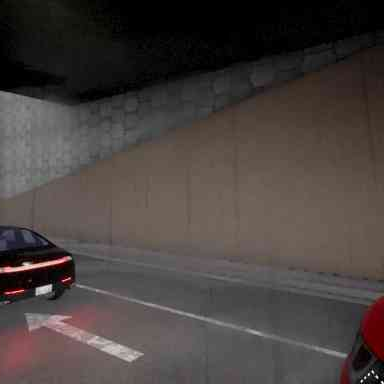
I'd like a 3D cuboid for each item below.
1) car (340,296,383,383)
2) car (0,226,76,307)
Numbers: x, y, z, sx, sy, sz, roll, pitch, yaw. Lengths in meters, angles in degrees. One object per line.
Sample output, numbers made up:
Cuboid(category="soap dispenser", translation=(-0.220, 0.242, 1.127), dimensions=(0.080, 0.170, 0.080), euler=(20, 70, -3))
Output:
Cuboid(category="car", translation=(3.627, 1.221, 1.357), dimensions=(5.566, 2.045, 2.150), euler=(0, 0, 35))
Cuboid(category="car", translation=(-4.550, 1.492, 7.215), dimensions=(4.902, 1.511, 2.128), euler=(0, 0, 36))
